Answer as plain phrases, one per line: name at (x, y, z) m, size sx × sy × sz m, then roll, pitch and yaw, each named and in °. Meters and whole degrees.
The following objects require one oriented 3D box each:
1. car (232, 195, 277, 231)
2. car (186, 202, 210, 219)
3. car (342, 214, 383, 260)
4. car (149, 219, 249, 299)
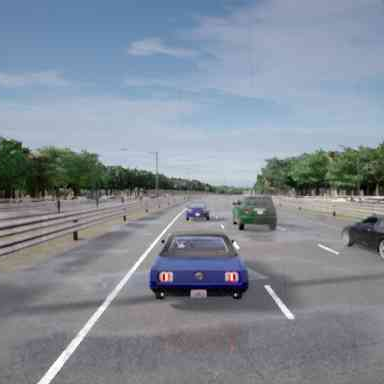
car at (3.822, 1.220, 20.970) m, size 2.150 × 2.045 × 5.566 m, roll 0°, pitch 0°, yaw 2°
car at (0.476, 1.524, 27.268) m, size 1.812 × 1.442 × 4.674 m, roll 0°, pitch 0°, yaw 1°
car at (7.192, 1.524, 12.116) m, size 1.812 × 1.442 × 4.674 m, roll 0°, pitch 0°, yaw 1°
car at (0.145, 1.599, 8.385) m, size 1.895 × 1.301 × 4.718 m, roll 0°, pitch 0°, yaw 0°
